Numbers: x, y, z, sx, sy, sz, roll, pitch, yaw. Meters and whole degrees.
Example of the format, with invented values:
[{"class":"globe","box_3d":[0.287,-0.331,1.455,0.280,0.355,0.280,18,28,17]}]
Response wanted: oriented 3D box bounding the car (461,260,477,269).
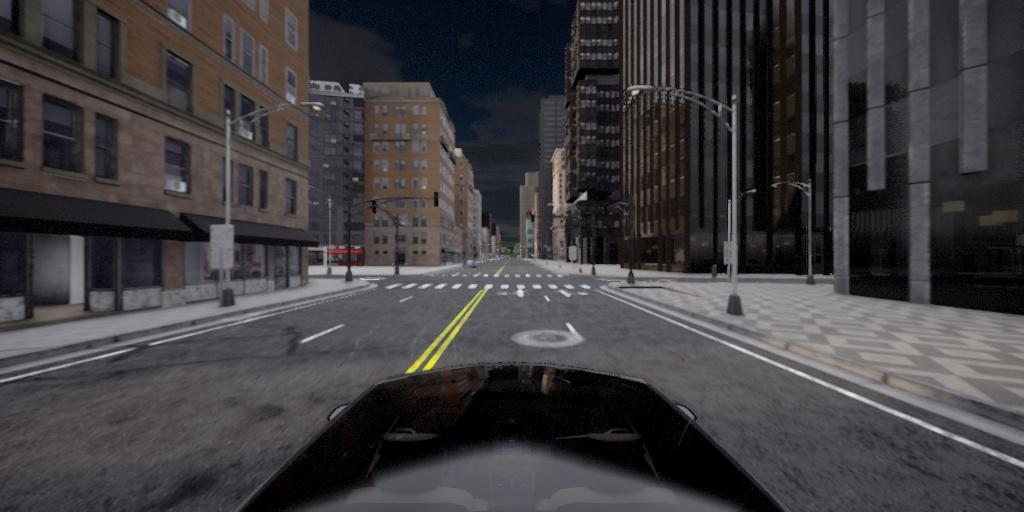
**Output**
[{"class":"car","box_3d":[-6.475,1.292,54.556,1.812,1.442,4.674,0,1,0]}]
